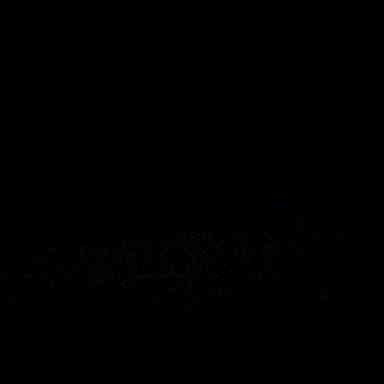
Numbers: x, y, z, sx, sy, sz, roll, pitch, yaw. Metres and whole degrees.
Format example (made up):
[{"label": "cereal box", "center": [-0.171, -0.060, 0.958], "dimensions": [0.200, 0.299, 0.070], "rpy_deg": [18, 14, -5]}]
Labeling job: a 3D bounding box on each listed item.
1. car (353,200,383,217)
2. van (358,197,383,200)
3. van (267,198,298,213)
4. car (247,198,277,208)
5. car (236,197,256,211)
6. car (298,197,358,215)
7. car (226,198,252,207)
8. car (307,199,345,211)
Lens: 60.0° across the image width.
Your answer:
[{"label": "car", "center": [17.784, 1.725, 31.033], "dimensions": [1.802, 1.307, 4.206], "rpy_deg": [-1, 0, -35]}, {"label": "van", "center": [21.433, 1.453, 40.607], "dimensions": [1.690, 1.788, 3.998], "rpy_deg": [-1, 0, -35]}, {"label": "van", "center": [11.199, 1.598, 40.293], "dimensions": [1.690, 1.788, 3.998], "rpy_deg": [-1, 0, -35]}, {"label": "car", "center": [11.471, 1.802, 54.636], "dimensions": [1.752, 1.417, 4.829], "rpy_deg": [-1, 0, -35]}, {"label": "car", "center": [7.909, 1.626, 44.923], "dimensions": [2.192, 1.841, 5.009], "rpy_deg": [-1, 0, -35]}, {"label": "car", "center": [14.488, 1.515, 35.663], "dimensions": [2.192, 1.841, 5.009], "rpy_deg": [-1, 0, -35]}, {"label": "car", "center": [8.281, 1.871, 59.127], "dimensions": [1.887, 1.381, 4.507], "rpy_deg": [-1, 0, -35]}, {"label": "car", "center": [18.149, 1.734, 45.238], "dimensions": [1.947, 1.339, 4.313], "rpy_deg": [-1, 0, -35]}]
